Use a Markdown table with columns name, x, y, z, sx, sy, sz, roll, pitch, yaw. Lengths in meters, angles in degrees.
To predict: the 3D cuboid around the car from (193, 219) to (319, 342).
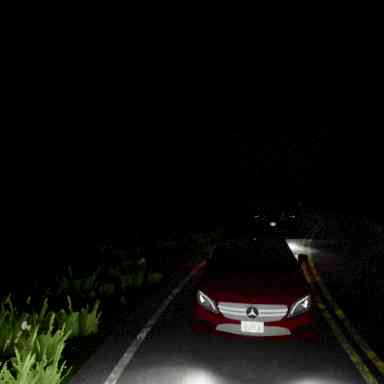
| name | x | y | z | sx | sy | sz | roll | pitch | yaw |
| --- | --- | --- | --- | --- | --- | --- | --- | --- | --- |
| car | 1.227 | 1.534 | 6.715 | 1.812 | 1.442 | 4.674 | -1 | 0 | 11 |

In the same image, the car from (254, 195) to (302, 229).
| name | x | y | z | sx | sy | sz | roll | pitch | yaw |
| --- | --- | --- | --- | --- | --- | --- | --- | --- | --- |
| car | 4.999 | 1.215 | 18.898 | 2.150 | 2.045 | 5.566 | -2 | -1 | 22 |
